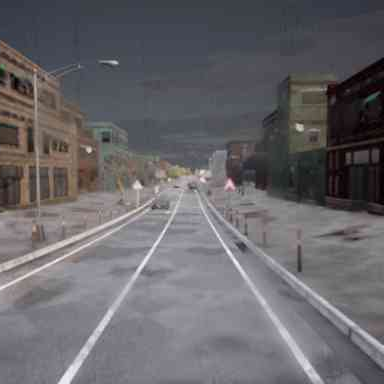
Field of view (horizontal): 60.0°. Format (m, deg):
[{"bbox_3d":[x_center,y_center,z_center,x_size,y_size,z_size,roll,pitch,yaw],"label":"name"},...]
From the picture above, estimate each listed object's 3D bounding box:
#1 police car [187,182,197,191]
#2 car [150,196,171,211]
[{"bbox_3d":[0.264,-1.223,82.470,1.930,1.638,5.238,0,2,0],"label":"police car"},{"bbox_3d":[-3.360,1.191,36.470,1.837,1.490,4.892,0,2,0],"label":"car"}]
